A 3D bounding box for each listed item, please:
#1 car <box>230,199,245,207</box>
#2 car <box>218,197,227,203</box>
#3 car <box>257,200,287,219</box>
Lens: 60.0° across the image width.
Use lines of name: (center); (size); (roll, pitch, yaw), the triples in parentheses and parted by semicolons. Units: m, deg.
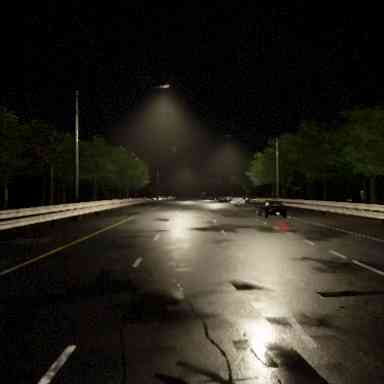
car: (7.106, 1.708, 52.447); (1.895, 1.301, 4.718); (0, 0, 0)
car: (7.276, 1.928, 79.870); (2.128, 1.511, 4.902); (0, -1, 0)
car: (7.028, 1.516, 29.586); (1.837, 1.490, 4.892); (0, 0, 0)
